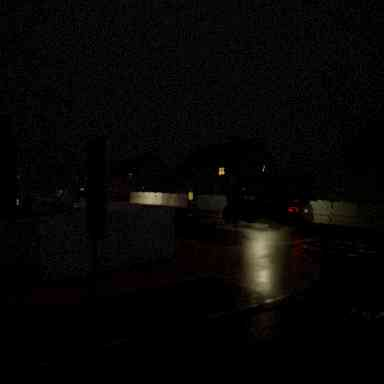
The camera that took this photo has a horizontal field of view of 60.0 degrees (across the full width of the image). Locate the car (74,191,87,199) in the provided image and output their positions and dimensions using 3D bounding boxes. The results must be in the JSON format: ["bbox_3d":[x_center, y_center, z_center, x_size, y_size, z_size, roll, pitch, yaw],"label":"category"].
[{"bbox_3d":[-14.148,0.603,44.101,2.097,1.767,4.553,0,0,-35],"label":"car"}]

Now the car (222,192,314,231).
[{"bbox_3d":[4.210,1.000,19.197,2.150,2.045,5.566,1,1,-38],"label":"car"}]
